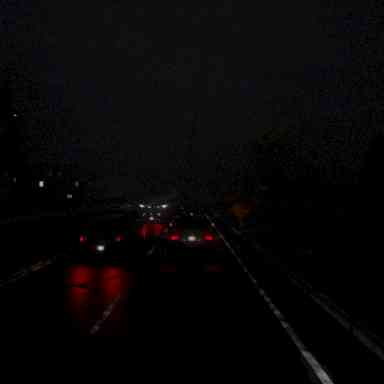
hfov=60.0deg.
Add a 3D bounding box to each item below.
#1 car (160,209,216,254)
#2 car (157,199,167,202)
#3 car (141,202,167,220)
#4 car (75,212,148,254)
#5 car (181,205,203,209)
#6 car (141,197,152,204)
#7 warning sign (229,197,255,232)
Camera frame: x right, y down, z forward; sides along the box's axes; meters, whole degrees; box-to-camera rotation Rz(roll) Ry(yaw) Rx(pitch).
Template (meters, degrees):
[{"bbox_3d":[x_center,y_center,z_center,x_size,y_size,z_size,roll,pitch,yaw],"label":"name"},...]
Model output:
[{"bbox_3d":[-0.004,1.674,13.973,2.033,1.411,5.357,0,0,0],"label":"car"},{"bbox_3d":[-6.526,2.166,71.775,1.994,1.385,4.181,0,0,0],"label":"car"},{"bbox_3d":[-3.258,1.859,29.099,1.895,1.301,4.718,0,0,0],"label":"car"},{"bbox_3d":[-3.252,1.728,14.090,1.895,1.301,4.718,0,0,0],"label":"car"},{"bbox_3d":[-0.005,1.825,29.324,1.994,1.385,4.181,0,0,0],"label":"car"},{"bbox_3d":[-9.776,1.969,71.806,2.097,1.767,4.553,0,0,0],"label":"car"},{"bbox_3d":[2.875,1.290,19.336,1.300,1.860,1.060,2,1,0],"label":"warning sign"}]
